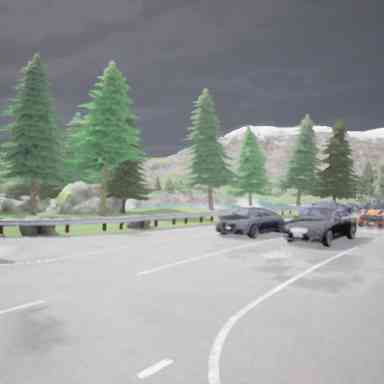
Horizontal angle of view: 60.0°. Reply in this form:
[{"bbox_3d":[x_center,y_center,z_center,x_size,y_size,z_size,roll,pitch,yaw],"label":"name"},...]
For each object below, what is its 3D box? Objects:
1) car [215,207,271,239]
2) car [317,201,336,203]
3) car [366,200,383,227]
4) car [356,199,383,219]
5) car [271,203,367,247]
[{"bbox_3d":[3.071,1.507,17.155,1.994,1.385,4.181,1,0,43],"label":"car"},{"bbox_3d":[9.366,1.429,23.389,5.008,1.535,1.882,0,0,-41],"label":"car"},{"bbox_3d":[12.420,1.327,21.406,4.553,1.767,2.097,0,0,-41],"label":"car"},{"bbox_3d":[16.663,1.445,29.276,5.008,1.535,1.882,0,0,-35],"label":"car"},{"bbox_3d":[5.872,1.457,15.021,2.128,1.511,4.902,1,0,43],"label":"car"}]
